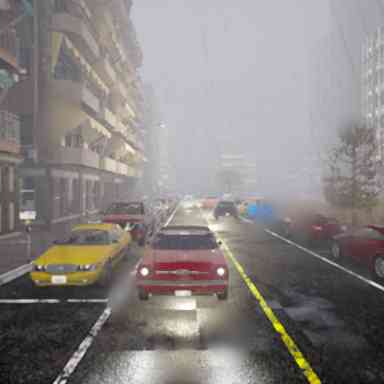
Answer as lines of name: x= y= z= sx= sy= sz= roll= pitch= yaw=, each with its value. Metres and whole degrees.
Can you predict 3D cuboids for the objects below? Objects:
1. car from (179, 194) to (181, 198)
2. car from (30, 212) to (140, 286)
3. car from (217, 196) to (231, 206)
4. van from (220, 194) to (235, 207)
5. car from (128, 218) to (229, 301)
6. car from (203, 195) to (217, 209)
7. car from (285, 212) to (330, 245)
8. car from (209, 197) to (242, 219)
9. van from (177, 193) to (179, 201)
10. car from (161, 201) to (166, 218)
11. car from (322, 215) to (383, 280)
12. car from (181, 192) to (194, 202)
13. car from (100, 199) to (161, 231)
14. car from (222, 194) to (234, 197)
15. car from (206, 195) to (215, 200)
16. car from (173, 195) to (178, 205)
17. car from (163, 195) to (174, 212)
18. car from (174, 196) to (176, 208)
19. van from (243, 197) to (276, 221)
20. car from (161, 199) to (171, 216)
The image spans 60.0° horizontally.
car: x=-3.313 y=1.476 z=59.258 sx=1.802 sy=1.307 sz=4.206 roll=0 pitch=0 yaw=-1
car: x=-2.802 y=1.503 z=9.353 sx=1.752 sy=1.417 sz=4.829 roll=0 pitch=0 yaw=-1
car: x=5.122 y=1.428 z=53.988 sx=1.752 sy=1.417 sz=4.829 roll=0 pitch=0 yaw=-1
van: x=5.179 y=1.250 z=48.293 sx=1.690 sy=1.788 sz=3.998 roll=0 pitch=0 yaw=-1
car: x=-0.191 y=1.581 z=8.424 sx=1.895 sy=1.301 sz=4.718 roll=0 pitch=0 yaw=0
car: x=2.608 y=1.267 z=44.797 sx=2.097 sy=1.767 sz=4.553 roll=0 pitch=0 yaw=-1
car: x=5.519 y=1.548 z=15.134 sx=1.802 sy=1.307 sz=4.206 roll=0 pitch=0 yaw=-1
car: x=2.771 y=1.446 z=28.459 sx=1.837 sy=1.490 sz=4.892 roll=0 pitch=1 yaw=0
van: x=-3.201 y=1.249 z=48.207 sx=1.690 sy=1.788 sz=3.998 roll=0 pitch=0 yaw=-1
car: x=-2.916 y=1.504 z=20.575 sx=2.008 sy=1.369 sz=4.403 roll=0 pitch=0 yaw=-1
car: x=5.576 y=1.560 z=9.608 sx=1.802 sy=1.307 sz=4.206 roll=0 pitch=0 yaw=-1
car: x=-0.725 y=1.104 z=69.877 sx=2.150 sy=2.045 sz=5.566 roll=0 pitch=0 yaw=-1
car: x=-2.862 y=1.280 z=15.048 sx=2.192 sy=1.841 sz=5.009 roll=0 pitch=0 yaw=-1
car: x=5.236 y=1.357 z=42.765 sx=1.967 sy=1.590 sz=4.097 roll=0 pitch=0 yaw=-1
car: x=4.784 y=1.416 z=86.977 sx=1.887 sy=1.381 sz=4.507 roll=0 pitch=0 yaw=-1
car: x=-3.143 y=1.460 z=42.680 sx=1.887 sy=1.381 sz=4.507 roll=0 pitch=0 yaw=-1
car: x=-3.030 y=1.372 z=31.626 sx=1.967 sy=1.590 sz=4.097 roll=0 pitch=0 yaw=-1
car: x=-3.086 y=1.489 z=37.154 sx=1.947 sy=1.339 sz=4.313 roll=0 pitch=0 yaw=-1
van: x=5.405 y=1.285 z=26.186 sx=1.690 sy=1.788 sz=3.998 roll=0 pitch=0 yaw=-1
car: x=-2.973 y=1.493 z=26.102 sx=2.008 sy=1.369 sz=4.403 roll=0 pitch=0 yaw=-1
